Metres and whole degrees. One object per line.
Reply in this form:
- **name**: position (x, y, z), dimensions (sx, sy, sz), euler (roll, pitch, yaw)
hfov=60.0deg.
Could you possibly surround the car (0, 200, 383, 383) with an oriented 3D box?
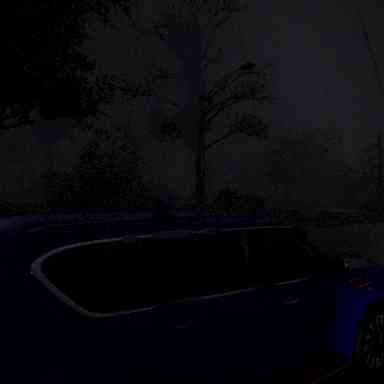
- **car**: position (0.200, 1.221, 3.844), dimensions (5.566, 2.045, 2.150), euler (0, 0, -35)

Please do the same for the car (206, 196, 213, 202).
- **car**: position (4.384, 1.523, 70.124), dimensions (1.837, 1.490, 4.892), euler (0, -1, -23)

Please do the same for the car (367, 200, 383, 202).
- **car**: position (20.517, 1.547, 36.445), dimensions (2.033, 1.411, 5.357), euler (0, 0, -30)

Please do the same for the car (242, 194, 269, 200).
- **car**: position (10.601, 1.305, 55.698), dimensions (2.150, 2.045, 5.566), euler (0, -1, -25)
